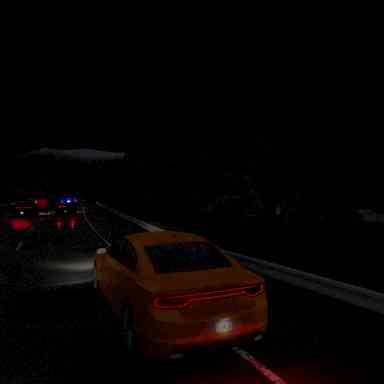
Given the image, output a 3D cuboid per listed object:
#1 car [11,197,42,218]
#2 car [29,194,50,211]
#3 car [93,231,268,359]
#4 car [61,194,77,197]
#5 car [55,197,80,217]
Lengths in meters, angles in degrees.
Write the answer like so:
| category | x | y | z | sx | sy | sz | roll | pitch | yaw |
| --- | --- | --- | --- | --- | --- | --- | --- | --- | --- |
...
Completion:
| category | x | y | z | sx | sy | sz | roll | pitch | yaw |
| --- | --- | --- | --- | --- | --- | --- | --- | --- | --- |
| car | -15.059 | 1.505 | 30.161 | 1.837 | 1.490 | 4.892 | 0 | 0 | -19 |
| car | -18.459 | 1.221 | 40.063 | 2.150 | 2.045 | 5.566 | 0 | 0 | -19 |
| car | -0.640 | 1.478 | 6.295 | 1.882 | 1.535 | 5.008 | 0 | 0 | -25 |
| car | -15.291 | 1.221 | 41.450 | 2.150 | 2.045 | 5.566 | 0 | 0 | -18 |
| car | -11.882 | 1.491 | 31.546 | 2.128 | 1.511 | 4.902 | 0 | 0 | -19 |
